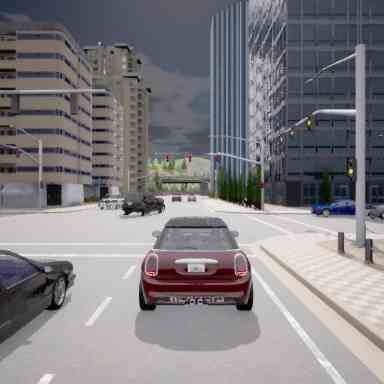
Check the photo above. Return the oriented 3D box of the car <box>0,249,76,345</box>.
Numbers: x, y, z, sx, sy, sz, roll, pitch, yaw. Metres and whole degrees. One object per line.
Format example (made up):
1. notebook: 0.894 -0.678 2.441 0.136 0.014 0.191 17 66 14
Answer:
1. car: -3.434 1.547 4.742 2.033 1.411 5.357 0 0 0

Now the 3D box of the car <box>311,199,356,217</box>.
1. car: 13.292 1.422 29.837 5.008 1.535 1.882 0 0 1

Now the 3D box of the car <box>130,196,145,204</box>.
1. car: -10.542 1.491 64.578 2.128 1.511 4.902 0 0 1

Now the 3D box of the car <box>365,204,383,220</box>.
1. car: 16.279 1.436 26.314 4.902 1.511 2.128 0 0 0

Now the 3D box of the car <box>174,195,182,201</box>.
1. car: -3.504 1.509 84.305 2.033 1.411 5.357 0 0 0

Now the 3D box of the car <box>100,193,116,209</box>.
1. car: -10.601 1.222 44.433 2.150 2.045 5.566 0 0 0

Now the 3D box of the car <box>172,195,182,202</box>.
1. car: -3.503 1.470 74.695 1.882 1.535 5.008 0 0 0

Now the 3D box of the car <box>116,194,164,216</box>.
1. car: -4.625 1.175 32.151 2.150 2.045 5.566 1 0 21

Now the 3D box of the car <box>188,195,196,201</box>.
1. car: -0.004 1.493 84.305 1.812 1.442 4.674 0 0 0

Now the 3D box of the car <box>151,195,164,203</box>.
1. car: -7.016 1.491 67.708 2.128 1.511 4.902 0 0 0

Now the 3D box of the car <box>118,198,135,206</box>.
1. car: -10.594 1.601 54.201 1.895 1.301 4.718 0 0 0

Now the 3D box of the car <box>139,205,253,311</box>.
1. car: 0.082 1.352 7.940 2.097 1.767 4.553 0 0 0

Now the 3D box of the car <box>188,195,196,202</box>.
1. car: -0.004 1.547 75.812 1.994 1.385 4.181 0 0 0

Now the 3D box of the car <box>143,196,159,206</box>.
1. car: -7.083 1.491 57.459 2.128 1.511 4.902 0 0 0
